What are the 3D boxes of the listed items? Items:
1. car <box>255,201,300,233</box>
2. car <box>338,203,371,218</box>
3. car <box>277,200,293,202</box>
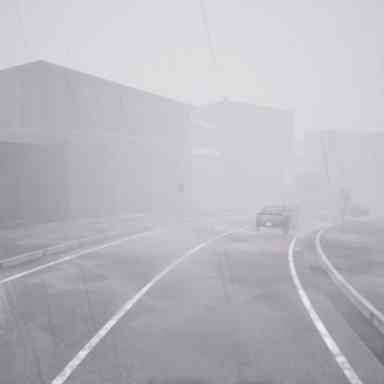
[{"bbox_3d":[5.291,1.575,20.476,2.128,1.511,4.902,3,1,26],"label":"car"},{"bbox_3d":[17.847,2.002,36.413,4.902,1.511,2.128,2,2,-40],"label":"car"},{"bbox_3d":[8.947,1.542,32.731,1.882,1.535,5.008,4,2,41],"label":"car"}]
